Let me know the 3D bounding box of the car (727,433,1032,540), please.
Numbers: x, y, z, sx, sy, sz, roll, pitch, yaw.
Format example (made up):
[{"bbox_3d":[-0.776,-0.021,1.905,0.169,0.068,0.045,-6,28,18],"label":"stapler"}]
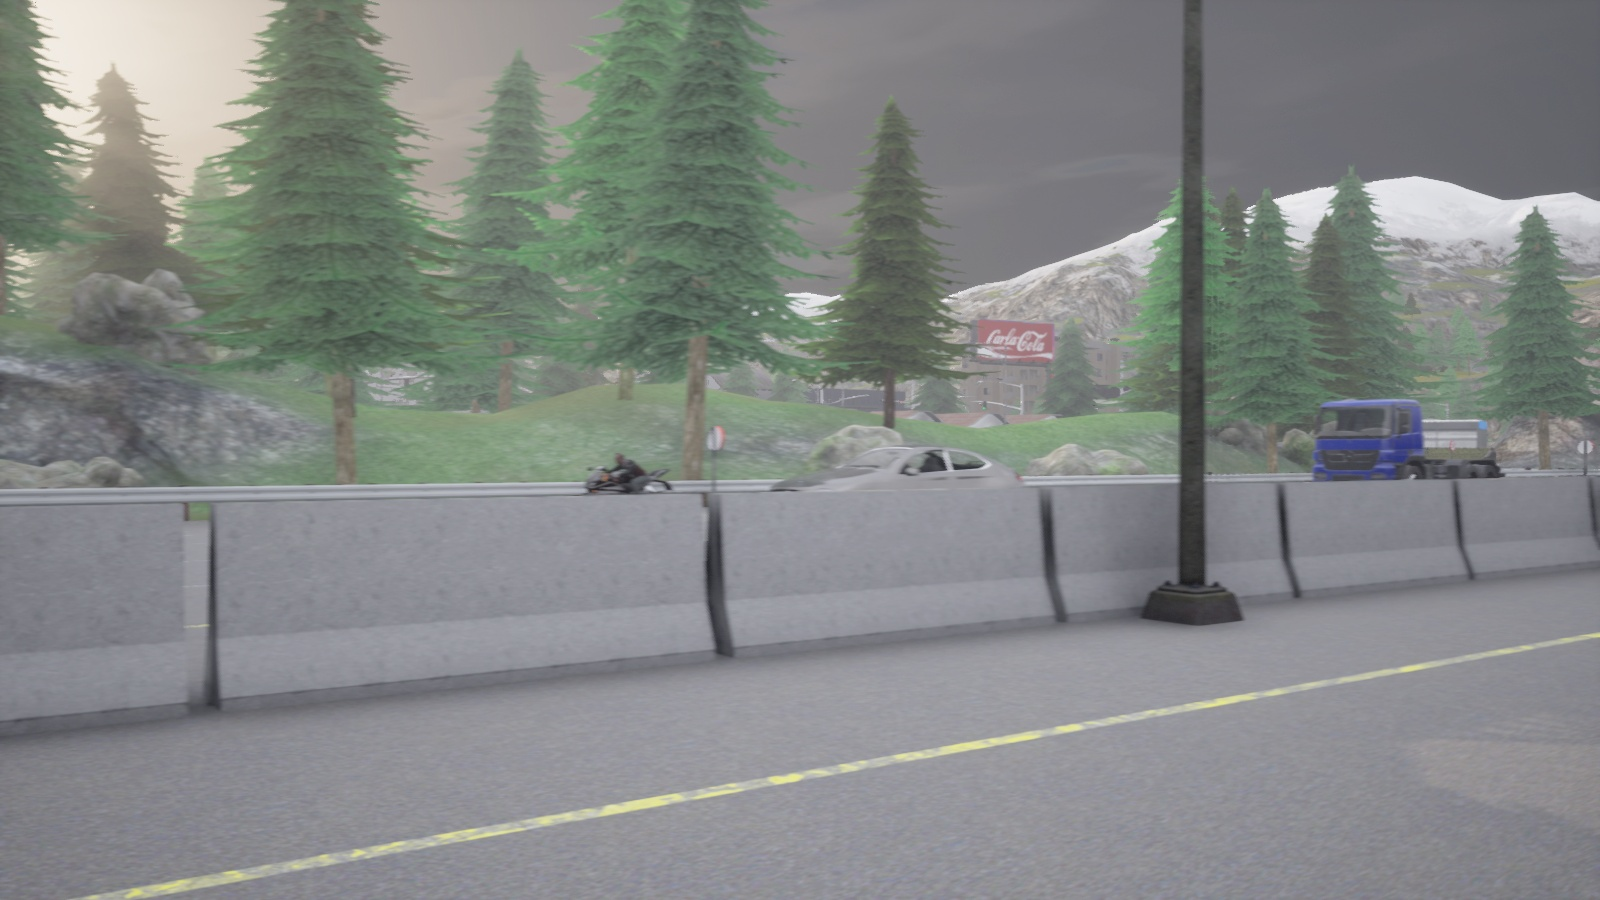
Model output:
[{"bbox_3d":[1.446,0.576,21.729,5.027,1.651,2.152,0,0,-35],"label":"car"}]

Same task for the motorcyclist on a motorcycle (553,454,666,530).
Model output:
[{"bbox_3d":[-4.000,0.854,26.466,2.191,1.530,0.866,0,0,-35],"label":"motorcyclist on a motorcycle"}]

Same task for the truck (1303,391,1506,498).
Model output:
[{"bbox_3d":[21.343,-0.168,44.125,7.936,3.462,2.891,0,0,-35],"label":"truck"}]
